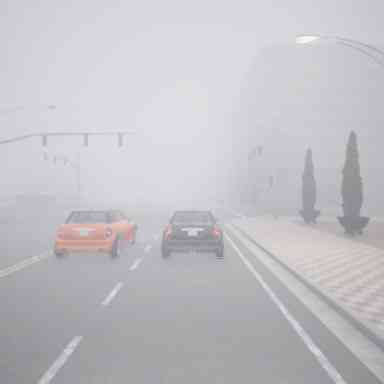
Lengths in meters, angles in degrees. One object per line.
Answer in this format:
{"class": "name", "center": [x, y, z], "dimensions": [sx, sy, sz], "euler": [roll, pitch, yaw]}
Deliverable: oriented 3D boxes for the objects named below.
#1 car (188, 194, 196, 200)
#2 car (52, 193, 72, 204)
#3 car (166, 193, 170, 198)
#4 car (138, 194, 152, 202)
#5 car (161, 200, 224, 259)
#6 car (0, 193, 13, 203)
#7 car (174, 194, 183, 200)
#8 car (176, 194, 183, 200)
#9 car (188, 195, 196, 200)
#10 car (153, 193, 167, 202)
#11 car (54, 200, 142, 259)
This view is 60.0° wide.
{"class": "car", "center": [0.004, 1.405, 93.527], "dimensions": [1.994, 1.385, 4.181], "euler": [0, 0, 0]}
{"class": "car", "center": [-30.206, 1.390, 77.513], "dimensions": [1.970, 1.475, 3.806], "euler": [0, 0, 0]}
{"class": "car", "center": [-6.996, 1.061, 88.148], "dimensions": [2.097, 1.767, 4.553], "euler": [0, 0, 0]}
{"class": "car", "center": [-10.497, 1.520, 72.467], "dimensions": [1.812, 1.442, 4.674], "euler": [0, 0, 0]}
{"class": "car", "center": [0.044, 1.351, 12.816], "dimensions": [2.097, 1.767, 4.553], "euler": [0, 0, 1]}
{"class": "car", "center": [-36.029, 1.391, 62.432], "dimensions": [1.970, 1.475, 3.806], "euler": [0, 0, 0]}
{"class": "car", "center": [-3.496, 1.545, 84.815], "dimensions": [1.994, 1.385, 4.181], "euler": [0, 0, 0]}
{"class": "car", "center": [-3.496, 1.376, 93.527], "dimensions": [1.812, 1.442, 4.674], "euler": [0, 0, 0]}
{"class": "car", "center": [0.004, 1.588, 84.844], "dimensions": [1.895, 1.301, 4.718], "euler": [0, 0, 0]}
{"class": "car", "center": [-6.997, 1.520, 72.469], "dimensions": [1.812, 1.442, 4.674], "euler": [0, 0, 0]}
{"class": "car", "center": [-3.456, 1.351, 12.817], "dimensions": [2.097, 1.767, 4.553], "euler": [0, 0, 1]}
